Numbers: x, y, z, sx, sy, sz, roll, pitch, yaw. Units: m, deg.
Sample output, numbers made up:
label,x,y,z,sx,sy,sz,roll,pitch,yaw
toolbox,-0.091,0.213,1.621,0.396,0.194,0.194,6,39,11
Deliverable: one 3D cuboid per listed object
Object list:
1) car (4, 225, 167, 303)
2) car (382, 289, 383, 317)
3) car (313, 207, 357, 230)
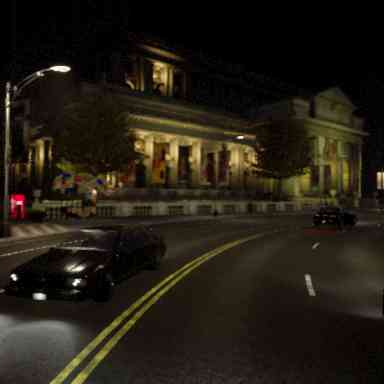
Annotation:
label,x,y,z,sx,sy,sz,roll,pitch,yaw
car,-2.240,1.623,8.861,2.033,1.411,5.357,0,-1,14
car,4.113,1.436,3.800,2.097,1.767,4.553,1,-1,7
car,10.691,1.868,24.687,2.128,1.511,4.902,0,-1,42
